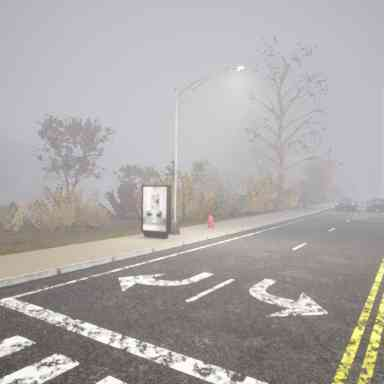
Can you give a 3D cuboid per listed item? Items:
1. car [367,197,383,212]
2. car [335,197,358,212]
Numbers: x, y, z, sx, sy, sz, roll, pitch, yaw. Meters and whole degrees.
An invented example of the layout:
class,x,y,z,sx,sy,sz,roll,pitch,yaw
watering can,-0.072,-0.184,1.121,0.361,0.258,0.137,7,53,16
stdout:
class,x,y,z,sx,sy,sz,roll,pitch,yaw
car,21.359,1.393,38.233,2.097,1.767,4.553,0,0,30
car,18.549,1.390,39.866,2.097,1.767,4.553,0,0,30
